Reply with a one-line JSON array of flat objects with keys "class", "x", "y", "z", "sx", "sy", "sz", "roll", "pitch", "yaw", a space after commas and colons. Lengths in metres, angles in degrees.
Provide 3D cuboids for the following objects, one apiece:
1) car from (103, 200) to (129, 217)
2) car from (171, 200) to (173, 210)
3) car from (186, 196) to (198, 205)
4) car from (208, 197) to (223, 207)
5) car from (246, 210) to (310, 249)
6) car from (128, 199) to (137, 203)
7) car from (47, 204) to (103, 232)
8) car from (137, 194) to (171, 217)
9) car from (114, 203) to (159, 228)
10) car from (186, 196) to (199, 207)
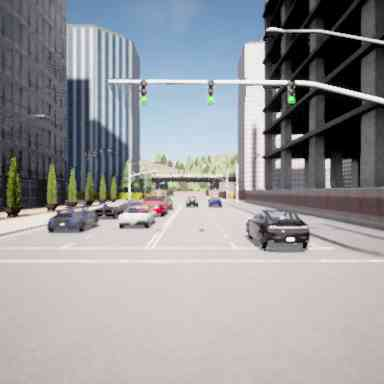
[{"class": "car", "x": -7.080, "y": 1.614, "z": 28.923, "sx": 1.895, "sy": 1.301, "sz": 4.718, "roll": 0, "pitch": 0, "yaw": 0}, {"class": "car", "x": -3.492, "y": 1.358, "z": 42.047, "sx": 2.097, "sy": 1.767, "sz": 4.553, "roll": 0, "pitch": 0, "yaw": 0}, {"class": "car", "x": 0.011, "y": 1.489, "z": 59.259, "sx": 2.128, "sy": 1.511, "sz": 4.902, "roll": 0, "pitch": 0, "yaw": 0}, {"class": "car", "x": 3.509, "y": 1.529, "z": 49.832, "sx": 1.812, "sy": 1.442, "sz": 4.674, "roll": 0, "pitch": 0, "yaw": 0}, {"class": "car", "x": 3.604, "y": 1.516, "z": 14.595, "sx": 2.128, "sy": 1.511, "sz": 4.902, "roll": 0, "pitch": 0, "yaw": 0}, {"class": "car", "x": -7.011, "y": 1.554, "z": 39.552, "sx": 2.033, "sy": 1.411, "sz": 5.357, "roll": 0, "pitch": 0, "yaw": 0}, {"class": "car", "x": -7.092, "y": 1.582, "z": 20.162, "sx": 1.994, "sy": 1.385, "sz": 4.181, "roll": 0, "pitch": 0, "yaw": 0}, {"class": "car", "x": -3.569, "y": 1.233, "z": 32.058, "sx": 2.150, "sy": 2.045, "sz": 5.566, "roll": 0, "pitch": 0, "yaw": 0}, {"class": "car", "x": -3.591, "y": 1.618, "z": 22.283, "sx": 1.895, "sy": 1.301, "sz": 4.718, "roll": 0, "pitch": 0, "yaw": 0}, {"class": "car", "x": 0.033, "y": 1.603, "z": 49.992, "sx": 1.895, "sy": 1.301, "sz": 4.718, "roll": 0, "pitch": 0, "yaw": 0}]
